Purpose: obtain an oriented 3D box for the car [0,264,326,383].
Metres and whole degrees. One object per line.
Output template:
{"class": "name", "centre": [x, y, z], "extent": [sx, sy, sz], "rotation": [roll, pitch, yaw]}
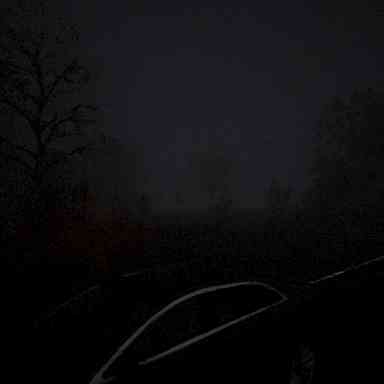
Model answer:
{"class": "car", "centre": [-0.450, 1.651, 3.502], "extent": [4.902, 1.511, 2.128], "rotation": [-1, -3, -41]}
